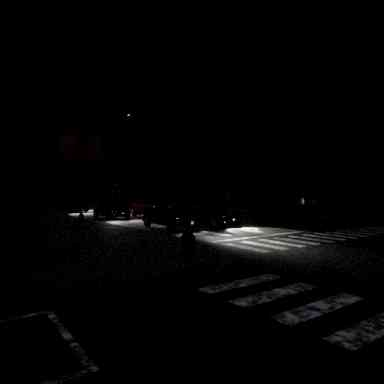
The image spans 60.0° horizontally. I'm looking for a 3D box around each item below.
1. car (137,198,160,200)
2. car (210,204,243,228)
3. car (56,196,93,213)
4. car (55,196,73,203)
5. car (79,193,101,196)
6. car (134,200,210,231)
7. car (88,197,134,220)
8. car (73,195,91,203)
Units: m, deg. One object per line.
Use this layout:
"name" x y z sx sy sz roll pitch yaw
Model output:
"car" -3.545 1.313 29.238 2.097 1.767 4.553 0 0 -36
"car" 1.439 1.538 22.291 1.994 1.385 4.181 0 0 -36
"car" -13.120 1.495 37.003 2.033 1.411 5.357 0 0 -36
"car" -25.030 1.439 65.087 2.033 1.411 5.357 0 0 -36
"car" -15.909 1.141 52.382 2.150 2.045 5.566 0 0 -36
"car" -1.415 1.469 20.695 2.128 1.511 4.902 0 0 -36
"car" -6.903 1.468 28.344 1.837 1.490 4.892 0 0 -36
"car" -21.979 1.367 66.414 1.882 1.535 5.008 0 0 -36
